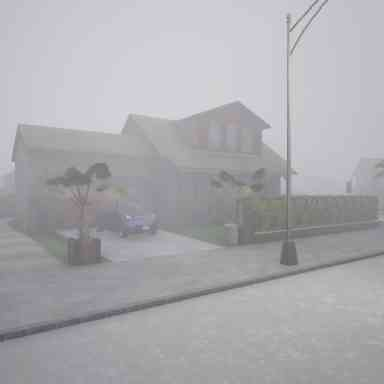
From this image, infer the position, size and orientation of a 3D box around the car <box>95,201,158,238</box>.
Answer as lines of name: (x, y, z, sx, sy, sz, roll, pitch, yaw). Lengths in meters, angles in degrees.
car: (-3.041, 1.174, 15.278, 1.845, 1.501, 3.633, 0, 0, -38)
